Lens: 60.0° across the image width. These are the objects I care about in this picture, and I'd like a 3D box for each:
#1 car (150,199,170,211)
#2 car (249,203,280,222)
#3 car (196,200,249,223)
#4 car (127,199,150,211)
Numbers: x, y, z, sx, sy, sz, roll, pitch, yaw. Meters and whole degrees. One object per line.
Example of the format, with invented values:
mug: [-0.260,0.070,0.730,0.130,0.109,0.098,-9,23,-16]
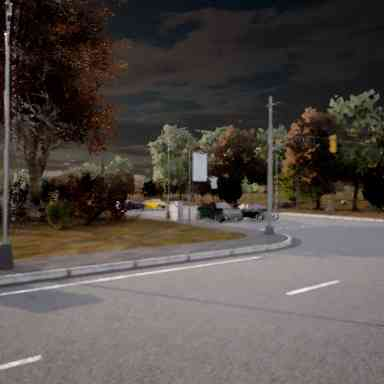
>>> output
car: [-4.882,1.716,45.754,1.882,1.535,5.008,1,0,-33]
car: [5.566,1.759,29.451,2.128,1.511,4.902,1,0,-32]
car: [2.297,1.577,28.073,2.097,1.767,4.553,1,-1,-32]
car: [-7.891,1.672,43.963,1.882,1.535,5.008,1,0,-33]
